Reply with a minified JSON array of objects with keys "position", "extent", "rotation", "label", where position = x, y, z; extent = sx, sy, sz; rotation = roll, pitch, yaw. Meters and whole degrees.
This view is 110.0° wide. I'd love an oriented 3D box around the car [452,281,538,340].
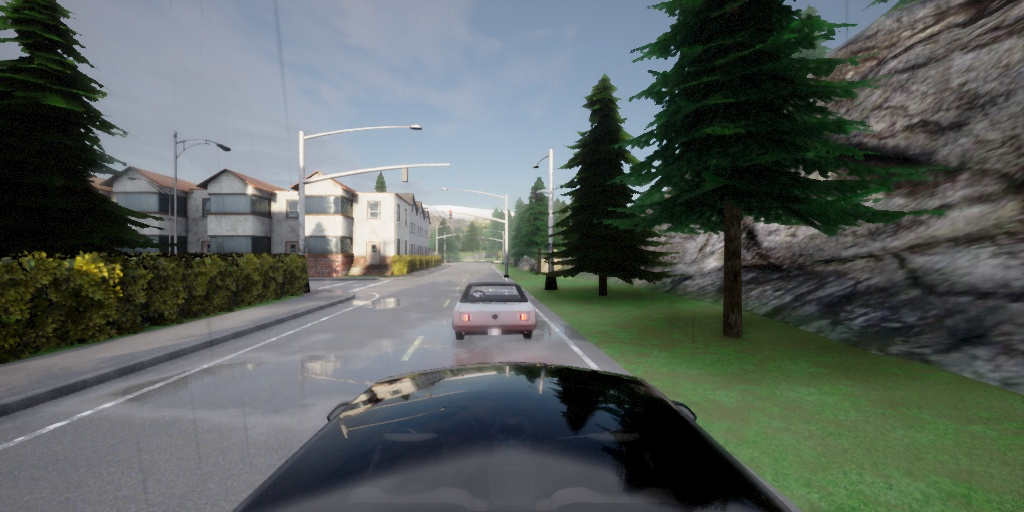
[{"position":[-0.526,1.351,9.954],"extent":[1.895,1.301,4.718],"rotation":[0,0,-4],"label":"car"}]
